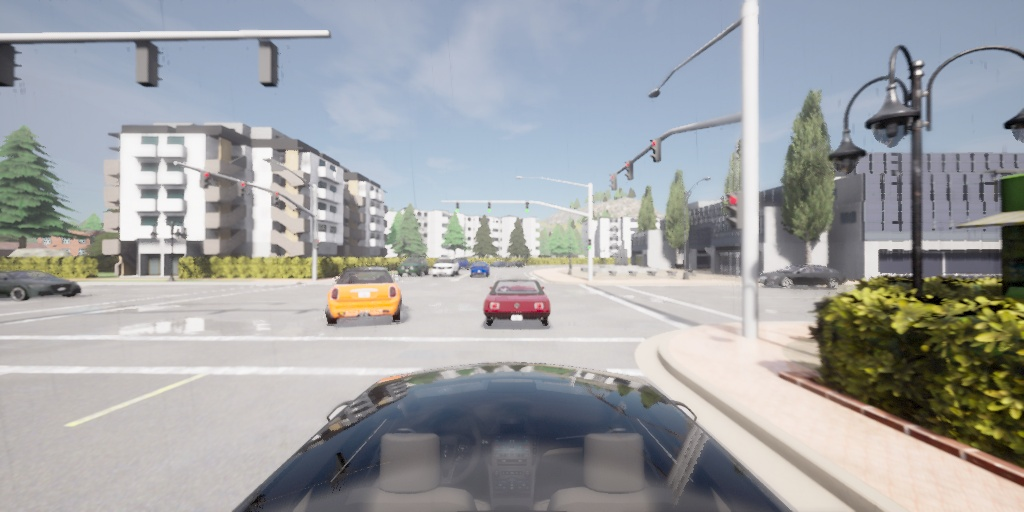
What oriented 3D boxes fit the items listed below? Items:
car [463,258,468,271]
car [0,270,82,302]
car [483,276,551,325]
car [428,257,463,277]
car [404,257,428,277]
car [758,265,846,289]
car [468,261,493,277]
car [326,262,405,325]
[{"bbox_3d":[-5.584,1.521,55.867,2.128,1.511,4.902,0,0,15],"label":"car"},{"bbox_3d":[-23.527,1.394,17.204,4.181,1.385,1.994,0,0,1],"label":"car"},{"bbox_3d":[0.172,1.404,12.012,1.895,1.301,4.718,0,0,1],"label":"car"},{"bbox_3d":[-7.031,1.156,38.437,2.150,2.045,5.566,0,0,0],"label":"car"},{"bbox_3d":[-10.527,1.164,38.648,2.150,2.045,5.566,0,0,0],"label":"car"},{"bbox_3d":[18.787,1.353,23.369,4.902,1.511,2.128,0,0,1],"label":"car"},{"bbox_3d":[-3.419,1.422,39.403,1.882,1.535,5.008,0,0,-1],"label":"car"},{"bbox_3d":[-5.013,1.156,12.437,2.097,1.767,4.553,0,0,-20],"label":"car"}]
